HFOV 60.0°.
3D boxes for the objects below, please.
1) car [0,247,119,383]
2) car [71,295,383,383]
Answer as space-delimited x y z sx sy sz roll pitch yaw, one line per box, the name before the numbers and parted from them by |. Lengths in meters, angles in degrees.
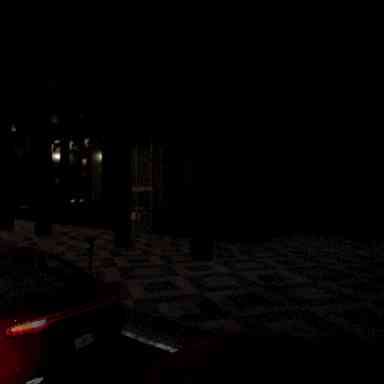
car | -3.017 1.506 5.010 4.507 1.381 1.887 1 0 35
car | 1.563 1.547 1.744 4.507 1.381 1.887 1 0 35
